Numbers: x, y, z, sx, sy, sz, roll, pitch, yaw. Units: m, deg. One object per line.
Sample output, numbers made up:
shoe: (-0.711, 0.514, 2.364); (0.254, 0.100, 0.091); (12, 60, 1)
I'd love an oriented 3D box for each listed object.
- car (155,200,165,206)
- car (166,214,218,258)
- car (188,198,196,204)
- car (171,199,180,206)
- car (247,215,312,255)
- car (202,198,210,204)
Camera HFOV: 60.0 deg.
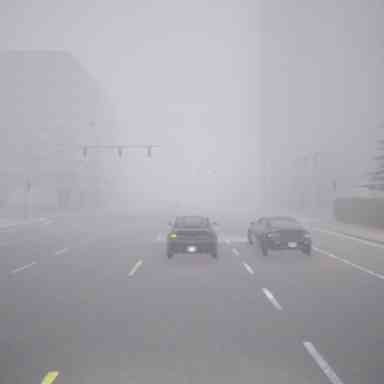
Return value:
car: (-7.030, 2.392, 72.448); (1.895, 1.301, 4.718); (0, -1, 0)
car: (0.012, 1.657, 13.488); (1.837, 1.490, 4.892); (0, 0, 0)
car: (-0.034, 2.281, 83.354); (2.128, 1.511, 4.902); (0, -1, 0)
car: (-3.530, 2.275, 72.480); (1.882, 1.535, 5.008); (0, -1, 0)
car: (3.514, 1.680, 13.882); (1.812, 1.442, 4.674); (0, 0, 0)
car: (3.466, 2.280, 83.355); (1.812, 1.442, 4.674); (0, -1, 0)
